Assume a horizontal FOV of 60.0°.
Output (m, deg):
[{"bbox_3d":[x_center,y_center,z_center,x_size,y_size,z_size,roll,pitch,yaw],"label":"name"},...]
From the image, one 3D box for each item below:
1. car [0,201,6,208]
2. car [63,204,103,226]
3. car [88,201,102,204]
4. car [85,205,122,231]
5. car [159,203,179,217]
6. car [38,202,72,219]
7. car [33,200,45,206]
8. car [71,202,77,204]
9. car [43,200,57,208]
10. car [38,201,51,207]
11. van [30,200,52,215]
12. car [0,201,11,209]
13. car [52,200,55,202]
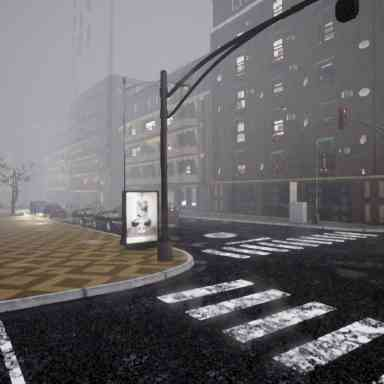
[{"bbox_3d":[-44.614,2.863,77.348,1.887,1.381,4.507,-2,0,-36],"label":"car"},{"bbox_3d":[-8.818,1.969,27.632,2.008,1.369,4.403,-2,0,-36],"label":"car"},{"bbox_3d":[-14.977,2.119,50.672,1.967,1.590,4.097,-2,0,-36],"label":"car"},{"bbox_3d":[-5.554,1.888,23.119,2.008,1.369,4.403,-2,0,-36],"label":"car"},{"bbox_3d":[-3.132,1.824,34.506,1.967,1.590,4.097,-2,0,-36],"label":"car"},{"bbox_3d":[-14.893,2.115,36.109,1.887,1.381,4.507,-2,0,-36],"label":"car"},{"bbox_3d":[-37.824,2.798,82.258,1.887,1.381,4.507,-2,0,-36],"label":"car"},{"bbox_3d":[-21.505,2.424,59.695,1.802,1.307,4.206,-2,0,-36],"label":"car"},{"bbox_3d":[-31.299,2.528,73.233,1.967,1.590,4.097,-2,0,-36],"label":"car"},{"bbox_3d":[-34.559,2.736,77.745,1.947,1.339,4.313,-2,0,-36],"label":"car"},{"bbox_3d":[-19.811,2.035,42.997,1.690,1.788,3.998,-2,0,-36],"label":"van"},{"bbox_3d":[-38.087,2.704,68.323,2.008,1.369,4.403,-2,0,-36],"label":"car"},{"bbox_3d":[-25.350,2.470,60.605,1.994,1.385,4.181,-1,-1,-36],"label":"car"}]
